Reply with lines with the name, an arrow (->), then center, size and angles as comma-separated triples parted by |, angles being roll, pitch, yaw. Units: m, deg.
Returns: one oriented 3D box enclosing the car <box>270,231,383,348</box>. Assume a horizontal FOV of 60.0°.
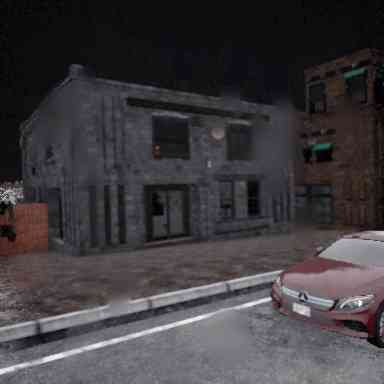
car -> 3.564, 1.523, 6.393 | 4.674, 1.442, 1.812 | 0, 0, -35
